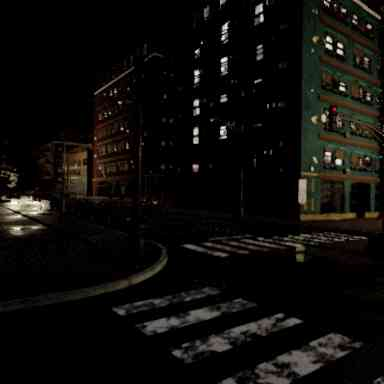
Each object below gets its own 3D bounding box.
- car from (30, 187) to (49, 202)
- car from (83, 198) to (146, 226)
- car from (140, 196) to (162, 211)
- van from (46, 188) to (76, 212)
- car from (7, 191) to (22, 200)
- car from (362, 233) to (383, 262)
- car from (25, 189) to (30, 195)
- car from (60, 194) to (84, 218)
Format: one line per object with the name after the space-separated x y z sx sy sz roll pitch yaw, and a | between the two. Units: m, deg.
-21.108 0.393 47.568 2.150 2.045 5.566 1 0 -36 | car
-4.918 1.252 20.630 1.887 1.381 4.507 3 -1 -36 | car
-4.802 1.100 34.848 1.967 1.590 4.097 3 -1 -36 | car
-11.535 0.832 29.868 1.690 1.788 3.998 3 -1 -36 | van
-28.271 0.529 52.853 1.802 1.307 4.206 3 -1 -36 | car
7.348 1.639 8.449 2.033 1.411 5.357 1 0 -36 | car
-41.704 -0.010 85.556 1.752 1.417 4.829 3 -1 -36 | car
-8.198 1.144 25.268 1.887 1.381 4.507 3 -1 -36 | car
